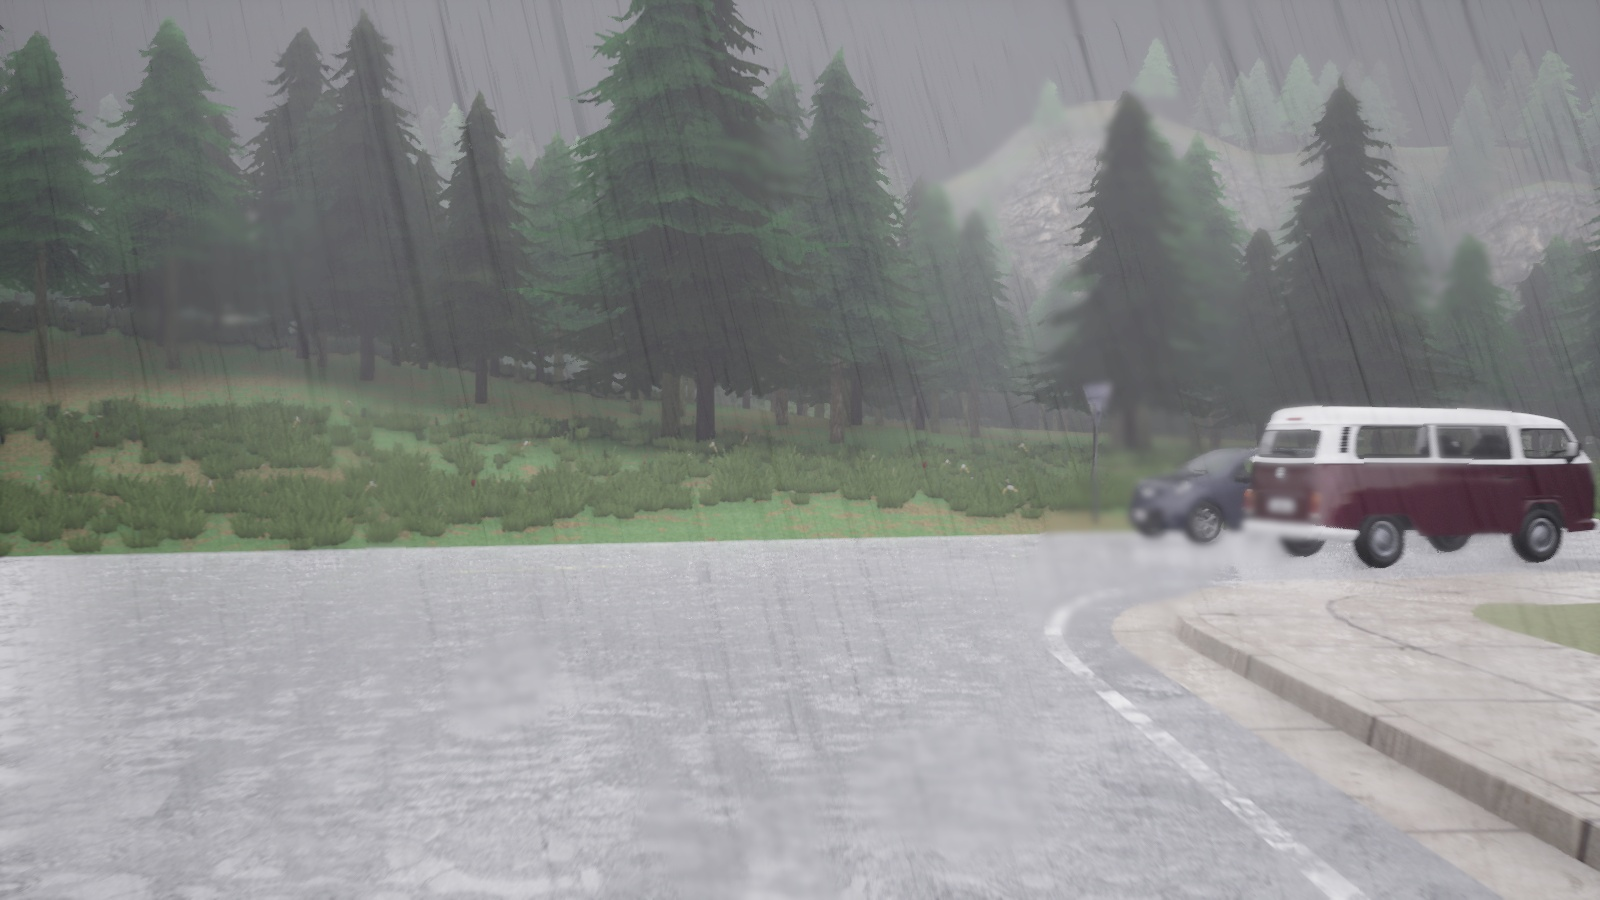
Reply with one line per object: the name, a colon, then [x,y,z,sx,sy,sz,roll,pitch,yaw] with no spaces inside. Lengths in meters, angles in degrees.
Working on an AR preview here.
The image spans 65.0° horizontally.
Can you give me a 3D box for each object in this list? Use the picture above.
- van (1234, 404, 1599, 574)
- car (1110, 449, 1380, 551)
van: [8.342,0.464,16.689,4.480,2.038,2.069,0,0,-16]
car: [7.033,0.734,19.957,3.633,1.501,1.845,0,0,-16]
